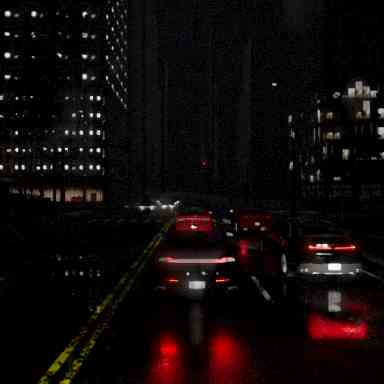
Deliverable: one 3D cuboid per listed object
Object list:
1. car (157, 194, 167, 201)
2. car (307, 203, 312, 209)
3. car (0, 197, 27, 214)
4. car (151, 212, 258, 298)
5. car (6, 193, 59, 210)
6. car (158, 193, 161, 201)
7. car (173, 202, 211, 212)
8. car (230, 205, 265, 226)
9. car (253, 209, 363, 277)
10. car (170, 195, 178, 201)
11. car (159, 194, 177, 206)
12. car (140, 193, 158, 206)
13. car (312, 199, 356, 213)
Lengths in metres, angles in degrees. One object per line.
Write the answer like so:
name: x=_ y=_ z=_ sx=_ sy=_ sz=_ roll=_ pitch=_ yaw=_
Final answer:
car: x=-7.641 y=1.297 z=84.400 sx=2.097 sy=1.767 sz=4.553 roll=0 pitch=0 yaw=-1
car: x=16.780 y=1.582 z=40.964 sx=4.902 sy=1.511 sz=2.128 roll=0 pitch=-1 yaw=1
car: x=-18.998 y=1.466 z=32.531 sx=4.181 sy=1.385 sz=1.994 roll=0 pitch=-1 yaw=2
car: x=0.090 y=1.492 z=8.529 sx=2.128 sy=1.511 sz=4.902 roll=0 pitch=0 yaw=0
car: x=-17.309 y=1.172 z=35.744 sx=5.566 sy=2.045 sz=2.150 roll=0 pitch=-1 yaw=1
car: x=-7.363 y=1.189 z=69.143 sx=2.150 sy=2.045 sz=5.566 roll=0 pitch=0 yaw=-1
car: x=0.079 y=1.478 z=18.026 sx=1.882 sy=1.535 sz=5.008 roll=0 pitch=0 yaw=0
car: x=3.328 y=1.478 z=19.428 sx=1.882 sy=1.535 sz=5.008 roll=0 pitch=0 yaw=0
car: x=3.339 y=1.506 z=10.203 sx=1.837 sy=1.490 sz=4.892 roll=0 pitch=0 yaw=0
car: x=-4.354 y=1.542 z=82.410 sx=1.895 sy=1.301 sz=4.718 roll=0 pitch=0 yaw=-1
car: x=-3.948 y=1.540 z=55.556 sx=1.994 sy=1.385 sz=4.181 roll=0 pitch=0 yaw=-1
car: x=-7.176 y=1.330 z=54.154 sx=2.097 sy=1.767 sz=4.553 roll=0 pitch=0 yaw=-1
car: x=16.294 y=1.607 z=37.724 sx=4.181 sy=1.385 sz=1.994 roll=0 pitch=-1 yaw=2
